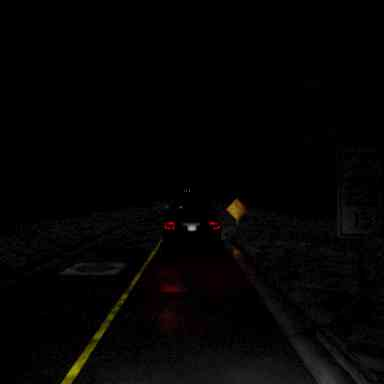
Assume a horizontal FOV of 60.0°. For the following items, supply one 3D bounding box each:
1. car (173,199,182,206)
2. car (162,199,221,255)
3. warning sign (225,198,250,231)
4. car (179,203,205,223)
[{"bbox_3d":[-3.013,2.294,71.006,1.812,1.442,4.674,0,-1,0],"label":"car"},{"bbox_3d":[-0.002,1.357,14.040,2.150,2.045,5.566,0,0,0],"label":"car"},{"bbox_3d":[2.696,1.314,19.790,1.300,1.860,1.060,-1,-2,0],"label":"warning sign"},{"bbox_3d":[-0.002,1.793,29.315,2.128,1.511,4.902,0,-1,0],"label":"car"}]
